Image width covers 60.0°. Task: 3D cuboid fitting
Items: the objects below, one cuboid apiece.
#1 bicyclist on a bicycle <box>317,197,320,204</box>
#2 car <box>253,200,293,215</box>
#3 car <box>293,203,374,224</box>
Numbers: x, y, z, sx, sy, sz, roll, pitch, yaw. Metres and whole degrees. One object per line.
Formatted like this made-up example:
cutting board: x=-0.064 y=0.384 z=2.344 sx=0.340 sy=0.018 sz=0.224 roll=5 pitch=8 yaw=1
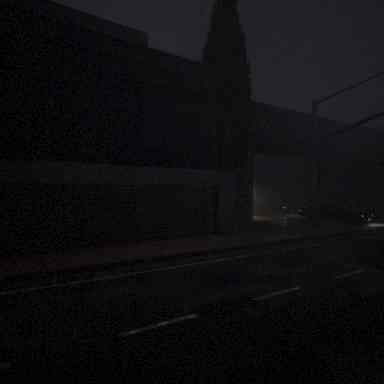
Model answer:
bicyclist on a bicycle: x=16.181 y=1.301 z=43.227 sx=1.656 sy=1.620 sz=0.582 roll=0 pitch=0 yaw=-37
car: x=8.393 y=1.524 z=34.463 sx=1.812 sy=1.442 sz=4.674 roll=0 pitch=0 yaw=-37
car: x=10.811 y=1.546 z=25.383 sx=2.033 sy=1.411 sz=5.357 roll=0 pitch=0 yaw=-37
